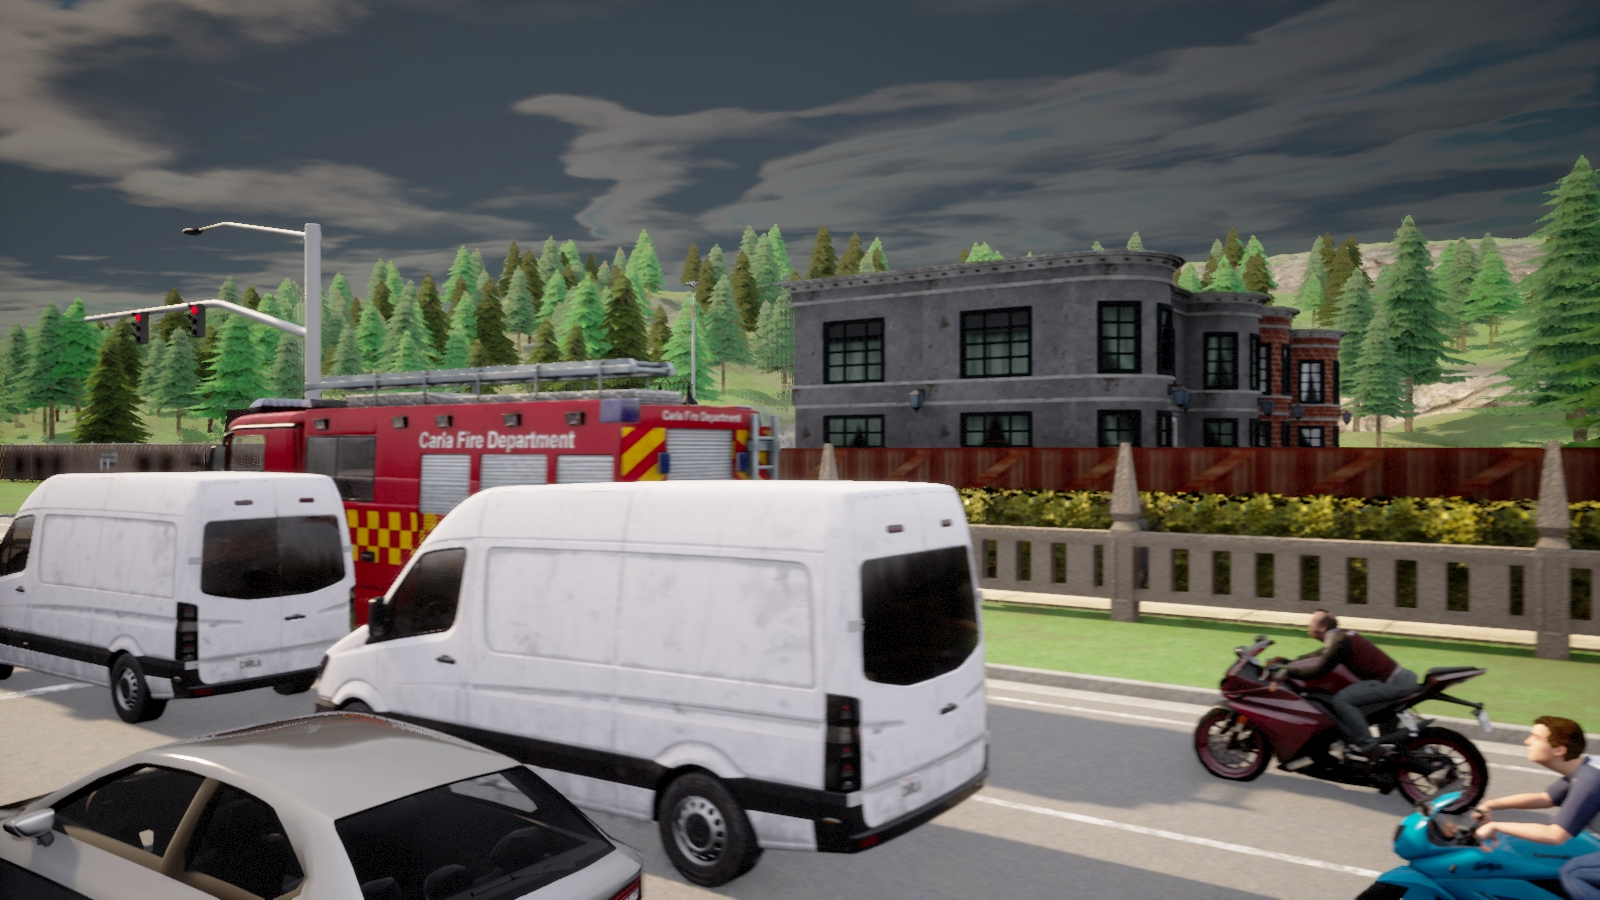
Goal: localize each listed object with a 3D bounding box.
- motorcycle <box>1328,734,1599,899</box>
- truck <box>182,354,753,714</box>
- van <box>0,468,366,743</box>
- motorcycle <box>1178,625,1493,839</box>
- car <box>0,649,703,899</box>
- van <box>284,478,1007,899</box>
[{"bbox_3d":[3.705,2.186,5.465,2.033,1.199,0.803,0,0,35],"label":"motorcycle"},{"bbox_3d":[-4.890,0.891,15.753,8.468,3.827,2.891,0,0,35],"label":"truck"},{"bbox_3d":[-7.787,1.535,13.510,5.915,2.561,1.988,0,0,35],"label":"van"},{"bbox_3d":[4.321,2.205,9.306,2.209,1.251,0.867,0,0,35],"label":"motorcycle"},{"bbox_3d":[-2.680,2.066,5.665,4.193,1.474,1.816,0,0,35],"label":"car"},{"bbox_3d":[-1.517,1.531,9.117,5.915,2.561,1.988,-1,0,35],"label":"van"}]
